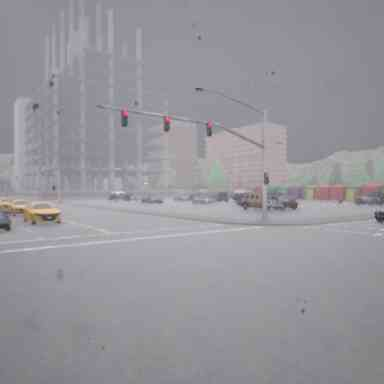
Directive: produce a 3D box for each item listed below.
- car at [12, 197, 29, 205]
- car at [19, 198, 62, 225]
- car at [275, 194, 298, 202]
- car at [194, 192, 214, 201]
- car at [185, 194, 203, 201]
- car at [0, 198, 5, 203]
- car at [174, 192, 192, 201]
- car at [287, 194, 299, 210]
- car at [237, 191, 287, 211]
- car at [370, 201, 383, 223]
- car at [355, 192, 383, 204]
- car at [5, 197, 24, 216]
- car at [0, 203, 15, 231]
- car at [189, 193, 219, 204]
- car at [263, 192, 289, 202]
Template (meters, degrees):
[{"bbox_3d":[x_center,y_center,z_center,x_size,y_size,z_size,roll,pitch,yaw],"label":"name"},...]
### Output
[{"bbox_3d":[-29.383,1.513,56.825,1.994,1.385,4.181,0,0,-35],"label":"car"},{"bbox_3d":[-10.920,1.449,24.177,1.882,1.535,5.008,0,0,-35],"label":"car"},{"bbox_3d":[18.107,1.065,63.899,1.784,1.438,3.905,0,0,-35],"label":"car"},{"bbox_3d":[2.518,0.903,71.457,1.932,1.855,4.605,0,0,-35],"label":"car"},{"bbox_3d":[0.348,1.129,69.879,1.784,1.438,3.905,0,0,-35],"label":"car"},{"bbox_3d":[-22.352,1.449,40.448,1.882,1.535,5.008,0,0,-35],"label":"car"},{"bbox_3d":[-2.025,1.177,68.222,1.970,1.475,3.806,0,0,-35],"label":"car"},{"bbox_3d":[9.686,0.988,36.671,1.905,1.878,3.866,0,0,-35],"label":"car"},{"bbox_3d":[7.282,1.002,35.058,1.932,1.855,4.605,0,0,-35],"label":"car"},{"bbox_3d":[14.473,1.457,22.734,4.718,1.301,1.895,0,0,-34],"label":"car"},{"bbox_3d":[25.749,0.874,47.943,1.905,1.878,3.866,0,0,-35],"label":"car"},{"bbox_3d":[-16.351,1.449,31.893,1.882,1.535,5.008,0,0,-35],"label":"car"},{"bbox_3d":[-11.929,1.555,19.534,1.994,1.385,4.181,0,0,-35],"label":"car"},{"bbox_3d":[1.898,1.211,52.539,1.970,1.475,3.806,0,0,-35],"label":"car"},{"bbox_3d":[15.695,0.871,62.292,1.932,1.855,4.605,0,0,-35],"label":"car"}]
